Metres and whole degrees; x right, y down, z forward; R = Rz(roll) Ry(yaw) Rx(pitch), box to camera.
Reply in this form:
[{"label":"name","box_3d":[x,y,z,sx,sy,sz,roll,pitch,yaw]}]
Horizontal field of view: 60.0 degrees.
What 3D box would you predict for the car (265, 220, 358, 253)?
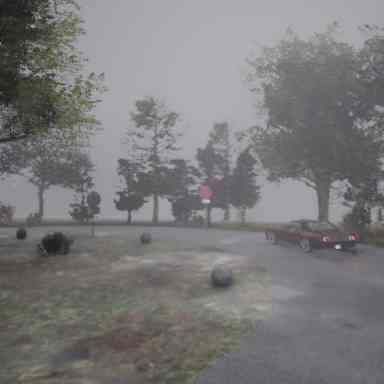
[{"label":"car","box_3d":[5.220,1.935,15.377,1.895,1.301,4.718,0,-1,-15]}]
